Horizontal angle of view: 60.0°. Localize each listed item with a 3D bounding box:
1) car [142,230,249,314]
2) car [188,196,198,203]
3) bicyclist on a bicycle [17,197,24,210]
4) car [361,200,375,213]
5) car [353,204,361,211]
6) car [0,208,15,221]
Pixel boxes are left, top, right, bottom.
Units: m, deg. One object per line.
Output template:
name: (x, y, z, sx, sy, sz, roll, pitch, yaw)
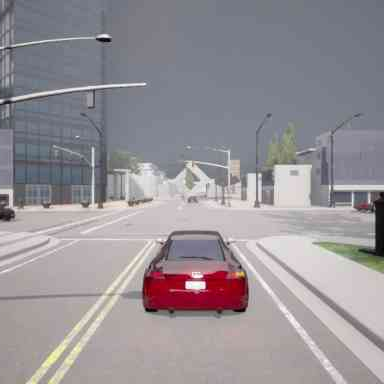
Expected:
car: (0.074, 1.564, 7.695, 1.994, 1.385, 4.181, 0, 0, 0)
car: (0.191, 1.525, 71.115, 1.812, 1.442, 4.674, 0, 0, 4)
bicyclist on a bicycle: (-21.982, 1.466, 42.585, 0.582, 1.620, 1.656, -1, 0, 0)
car: (20.214, 1.553, 33.644, 4.718, 1.301, 1.895, 0, 0, 0)
car: (20.656, 1.553, 37.139, 4.718, 1.301, 1.895, 0, 0, 0)
car: (-16.602, 1.587, 26.151, 5.008, 1.535, 1.882, -1, 0, 0)
